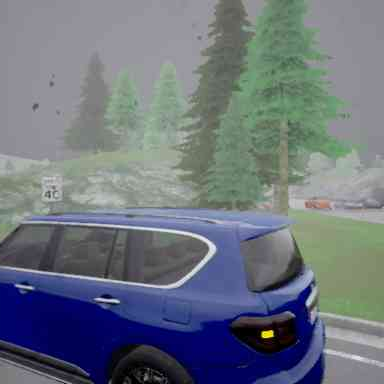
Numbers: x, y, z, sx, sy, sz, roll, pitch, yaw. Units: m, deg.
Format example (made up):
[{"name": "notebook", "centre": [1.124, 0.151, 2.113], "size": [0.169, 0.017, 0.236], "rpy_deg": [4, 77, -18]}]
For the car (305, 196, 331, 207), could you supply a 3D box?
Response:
[{"name": "car", "centre": [16.245, 1.352, 43.222], "size": [2.097, 1.767, 4.553], "rpy_deg": [0, 0, 2]}]

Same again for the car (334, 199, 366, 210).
[{"name": "car", "centre": [19.713, 1.601, 42.187], "size": [1.895, 1.301, 4.718], "rpy_deg": [0, 0, 2]}]

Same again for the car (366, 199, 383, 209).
[{"name": "car", "centre": [23.280, 1.564, 44.191], "size": [1.994, 1.385, 4.181], "rpy_deg": [0, 0, 2]}]

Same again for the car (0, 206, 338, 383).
[{"name": "car", "centre": [-1.211, 1.225, 4.422], "size": [5.566, 2.045, 2.150], "rpy_deg": [1, 0, 28]}]

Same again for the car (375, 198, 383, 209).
[{"name": "car", "centre": [26.798, 1.526, 44.742], "size": [1.812, 1.442, 4.674], "rpy_deg": [0, 0, 2]}]
